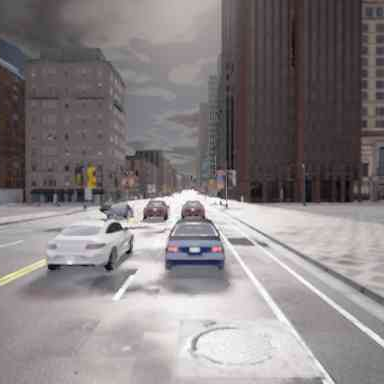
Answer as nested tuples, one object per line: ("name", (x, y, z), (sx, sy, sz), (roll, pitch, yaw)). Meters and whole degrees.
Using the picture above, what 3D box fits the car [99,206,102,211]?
("car", (-9.837, 1.820, 40.962), (2.033, 1.411, 5.357), (0, 0, 0))

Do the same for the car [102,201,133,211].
("car", (-6.601, 1.723, 30.835), (1.812, 1.442, 4.674), (0, -1, 0))

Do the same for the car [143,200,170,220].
("car", (-3.160, 1.548, 30.621), (2.097, 1.767, 4.553), (0, 0, 0))

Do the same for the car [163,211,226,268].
("car", (0.086, 1.612, 11.414), (2.033, 1.411, 5.357), (0, 0, 0))

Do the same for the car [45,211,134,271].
("car", (-3.167, 1.587, 10.972), (1.812, 1.442, 4.674), (0, 0, 0))

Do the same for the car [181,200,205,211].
("car", (0.090, 1.548, 30.654), (2.097, 1.767, 4.553), (0, 0, 0))
